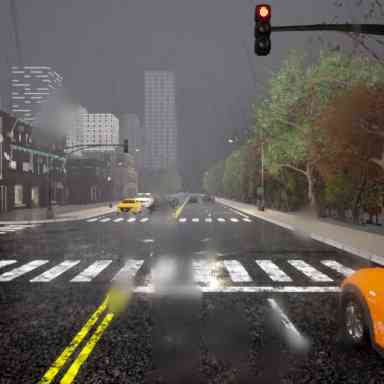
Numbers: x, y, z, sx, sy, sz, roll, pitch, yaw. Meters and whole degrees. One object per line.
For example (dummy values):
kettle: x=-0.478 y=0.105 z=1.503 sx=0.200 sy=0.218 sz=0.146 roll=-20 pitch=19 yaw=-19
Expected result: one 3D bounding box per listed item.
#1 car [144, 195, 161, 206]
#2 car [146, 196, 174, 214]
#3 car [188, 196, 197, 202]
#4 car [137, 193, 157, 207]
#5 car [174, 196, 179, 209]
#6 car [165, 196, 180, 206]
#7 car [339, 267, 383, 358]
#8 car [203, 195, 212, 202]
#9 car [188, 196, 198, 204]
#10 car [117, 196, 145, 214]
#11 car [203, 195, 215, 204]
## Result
car: x=-6.465 y=1.332 z=54.799 sx=2.097 sy=1.767 sz=4.553 roll=0 pitch=0 yaw=0
car: x=-3.270 y=1.467 z=34.913 sx=1.882 sy=1.535 sz=5.008 roll=0 pitch=0 yaw=0
car: x=0.165 y=1.565 z=74.941 sx=1.895 sy=1.301 sz=4.718 roll=0 pitch=0 yaw=0
car: x=-6.492 y=1.206 z=44.838 sx=2.150 sy=2.045 sz=5.566 roll=0 pitch=0 yaw=0
car: x=-3.243 y=1.549 z=44.923 sx=1.994 sy=1.385 sz=4.181 roll=0 pitch=0 yaw=0
car: x=-3.215 y=1.472 z=54.951 sx=2.128 sy=1.511 sz=4.902 roll=0 pitch=0 yaw=0
car: x=3.359 y=1.351 z=3.408 sx=2.097 sy=1.767 sz=4.553 roll=0 pitch=0 yaw=0
car: x=3.415 y=1.448 z=74.889 sx=1.882 sy=1.535 sz=5.008 roll=0 pitch=0 yaw=0
car: x=0.238 y=1.523 z=64.448 sx=2.033 sy=1.411 sz=5.357 roll=0 pitch=0 yaw=1
car: x=-6.517 y=1.467 z=34.900 sx=1.882 sy=1.535 sz=5.008 roll=0 pitch=0 yaw=0
car: x=3.488 y=1.467 z=64.724 sx=2.128 sy=1.511 sz=4.902 roll=0 pitch=0 yaw=0
